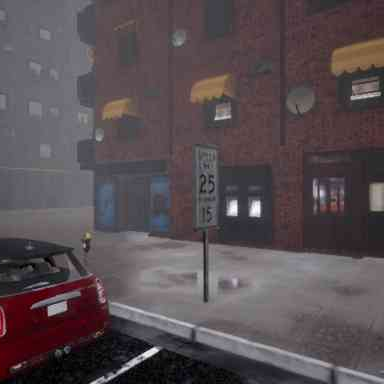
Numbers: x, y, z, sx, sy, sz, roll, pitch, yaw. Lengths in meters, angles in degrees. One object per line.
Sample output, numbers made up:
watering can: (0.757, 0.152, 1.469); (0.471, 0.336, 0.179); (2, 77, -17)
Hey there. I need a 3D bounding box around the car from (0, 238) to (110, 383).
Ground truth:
car: (-3.215, 1.438, 5.170); (4.097, 1.590, 1.967); (0, 0, 36)
